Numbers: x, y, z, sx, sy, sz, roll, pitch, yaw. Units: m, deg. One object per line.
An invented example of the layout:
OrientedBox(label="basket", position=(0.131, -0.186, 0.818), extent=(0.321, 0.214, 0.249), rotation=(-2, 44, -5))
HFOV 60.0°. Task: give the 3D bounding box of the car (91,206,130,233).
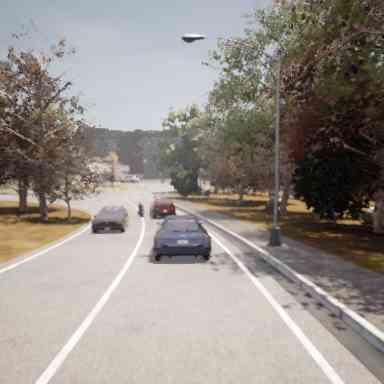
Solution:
OrientedBox(label="car", position=(-4.833, 1.560, 20.381), extent=(2.033, 1.411, 5.357), rotation=(-1, 1, -7))

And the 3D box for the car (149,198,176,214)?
OrientedBox(label="car", position=(-2.564, 1.274, 28.578), extent=(1.882, 1.535, 5.008), rotation=(-1, 2, -11))

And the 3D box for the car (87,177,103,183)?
OrientedBox(label="car", position=(-24.973, -3.122, 86.863), extent=(4.553, 1.767, 2.097), rotation=(-1, 5, -3))

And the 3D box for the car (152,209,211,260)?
OrientedBox(label="car", position=(-0.430, 1.569, 12.615), extent=(1.994, 1.385, 4.181), rotation=(0, 0, -4))

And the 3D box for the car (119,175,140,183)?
OrientedBox(label="car", position=(-16.577, -3.420, 88.204), extent=(5.566, 2.045, 2.150), rotation=(2, 5, 24))
